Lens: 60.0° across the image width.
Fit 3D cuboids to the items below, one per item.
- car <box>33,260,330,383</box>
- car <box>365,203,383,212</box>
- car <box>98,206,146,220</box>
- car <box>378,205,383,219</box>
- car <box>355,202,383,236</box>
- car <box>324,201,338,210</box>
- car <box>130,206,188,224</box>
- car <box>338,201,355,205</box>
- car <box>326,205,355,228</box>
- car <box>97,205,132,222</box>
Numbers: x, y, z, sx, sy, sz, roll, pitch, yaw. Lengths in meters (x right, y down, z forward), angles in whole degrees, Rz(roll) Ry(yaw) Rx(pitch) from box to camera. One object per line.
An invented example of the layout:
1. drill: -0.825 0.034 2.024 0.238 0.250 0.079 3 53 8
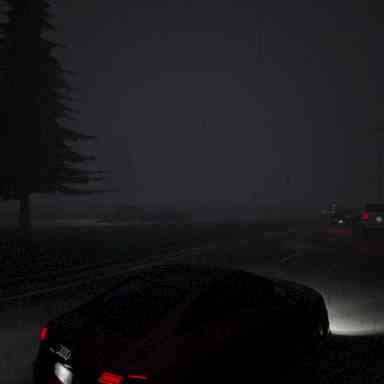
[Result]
1. car: 0.214 1.647 4.474 1.994 1.385 4.181 -1 -1 43
2. car: 30.596 2.590 55.152 4.181 1.385 1.994 1 -1 -40
3. car: -7.532 2.232 35.793 4.718 1.301 1.895 1 -1 -26
4. car: 22.403 2.215 36.881 4.674 1.442 1.812 1 -1 -44
5. car: 12.068 1.606 20.500 2.150 2.045 5.566 -1 -1 39
6. car: 25.833 2.464 60.275 4.553 1.767 2.097 1 -1 -40
7. car: -2.843 2.141 30.346 4.718 1.301 1.895 1 -1 -28
8. car: 27.608 2.562 57.193 4.892 1.490 1.837 1 -1 -40
9. car: 12.695 1.998 26.611 1.837 1.490 4.892 -1 -2 41
10. car: -6.679 2.077 32.403 4.892 1.490 1.837 1 -1 -25
